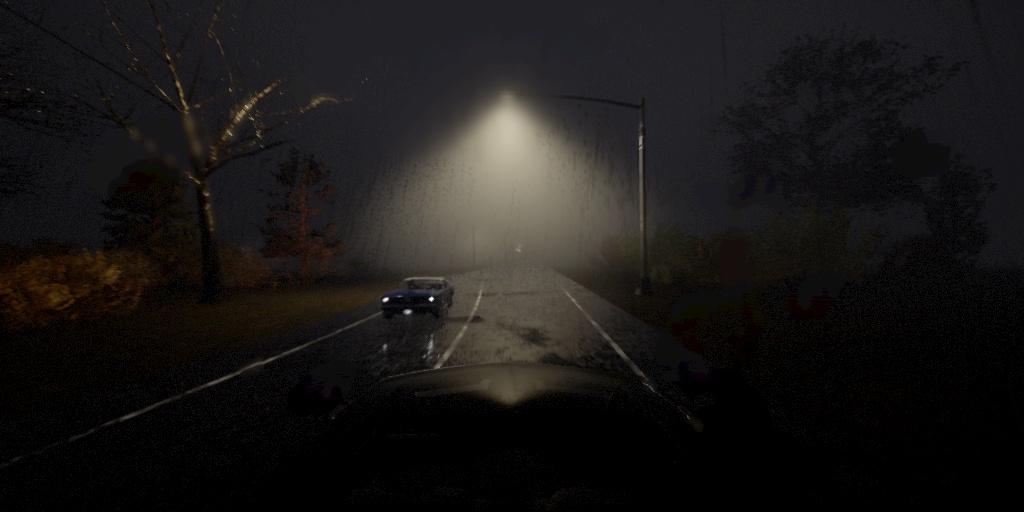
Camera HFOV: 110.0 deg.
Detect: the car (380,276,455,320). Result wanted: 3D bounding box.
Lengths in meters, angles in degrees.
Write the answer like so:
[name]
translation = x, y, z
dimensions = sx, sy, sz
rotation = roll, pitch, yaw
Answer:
[car]
translation = -3.330, 1.460, 13.455
dimensions = 1.895, 1.301, 4.718
rotation = -1, 0, -2
